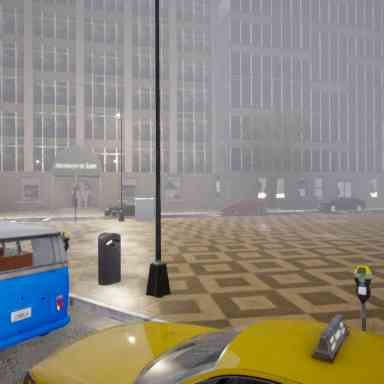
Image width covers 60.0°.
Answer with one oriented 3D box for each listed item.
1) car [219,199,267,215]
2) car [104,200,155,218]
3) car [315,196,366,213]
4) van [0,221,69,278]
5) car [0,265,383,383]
[{"bbox_3d":[4.569,1.320,29.911,4.181,1.385,1.994,0,0,-14],"label":"car"},{"bbox_3d":[-5.144,1.396,27.485,4.181,1.385,1.994,0,0,-14],"label":"car"},{"bbox_3d":[14.428,1.191,32.355,4.892,1.490,1.837,0,0,-14],"label":"car"},{"bbox_3d":[-3.705,1.343,5.358,3.998,1.788,1.690,0,0,35],"label":"van"},{"bbox_3d":[0.667,1.525,2.250,4.829,1.417,1.752,0,0,35],"label":"car"}]
